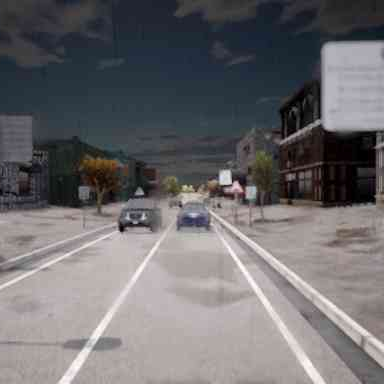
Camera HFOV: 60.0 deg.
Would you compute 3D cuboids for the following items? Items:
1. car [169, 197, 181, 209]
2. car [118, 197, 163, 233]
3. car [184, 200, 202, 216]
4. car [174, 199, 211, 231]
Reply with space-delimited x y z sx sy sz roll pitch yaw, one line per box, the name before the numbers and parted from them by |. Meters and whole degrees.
car | -3.029 2.013 61.804 2.150 2.045 5.566 0 -1 1
car | -3.100 1.361 20.973 2.150 2.045 5.566 0 -1 0
car | 0.098 1.804 39.686 2.097 1.767 4.553 0 -1 0
car | 0.098 1.509 22.001 2.097 1.767 4.553 0 -1 0
